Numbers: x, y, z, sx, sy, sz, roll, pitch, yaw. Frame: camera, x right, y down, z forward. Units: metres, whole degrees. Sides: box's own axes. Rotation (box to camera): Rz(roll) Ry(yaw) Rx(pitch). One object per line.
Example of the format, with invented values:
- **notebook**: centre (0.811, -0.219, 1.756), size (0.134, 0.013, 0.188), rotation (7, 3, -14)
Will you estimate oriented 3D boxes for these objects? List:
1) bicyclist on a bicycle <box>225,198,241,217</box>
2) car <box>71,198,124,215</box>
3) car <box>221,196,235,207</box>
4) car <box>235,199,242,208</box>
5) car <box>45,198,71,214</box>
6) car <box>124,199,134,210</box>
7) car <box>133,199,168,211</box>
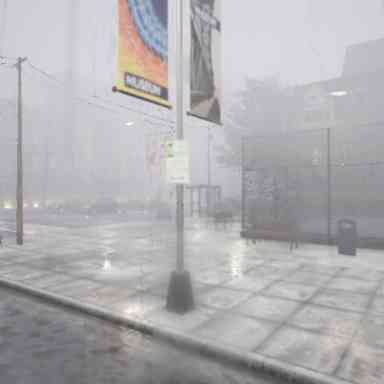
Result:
- **bicyclist on a bicycle**: centre (3.565, 1.331, 29.056), size (1.656, 1.620, 0.582), rotation (-1, 0, 35)
- **car**: centre (-9.893, 1.414, 35.077), size (2.097, 1.767, 4.553), rotation (0, 0, 35)
- **car**: centre (5.639, 1.406, 51.002), size (2.097, 1.767, 4.553), rotation (0, 0, 35)
- **car**: centre (8.651, 1.553, 49.198), size (1.837, 1.490, 4.892), rotation (0, 0, 35)
- **car**: centre (-13.468, 1.421, 36.077), size (2.097, 1.767, 4.553), rotation (0, 0, 35)
- **car**: centre (-8.032, 1.617, 43.832), size (2.033, 1.411, 5.357), rotation (0, 0, 35)
- **car**: centre (-4.935, 1.626, 42.149), size (1.994, 1.385, 4.181), rotation (0, 0, 35)
